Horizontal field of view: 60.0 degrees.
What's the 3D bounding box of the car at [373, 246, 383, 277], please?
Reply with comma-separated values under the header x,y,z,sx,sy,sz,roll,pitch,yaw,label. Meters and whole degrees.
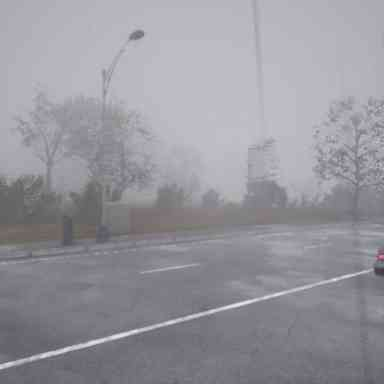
x,y,z,sx,sy,sz,roll,pitch,yaw,label
6.849,1.580,8.647,5.357,1.411,2.033,0,0,-34,car
